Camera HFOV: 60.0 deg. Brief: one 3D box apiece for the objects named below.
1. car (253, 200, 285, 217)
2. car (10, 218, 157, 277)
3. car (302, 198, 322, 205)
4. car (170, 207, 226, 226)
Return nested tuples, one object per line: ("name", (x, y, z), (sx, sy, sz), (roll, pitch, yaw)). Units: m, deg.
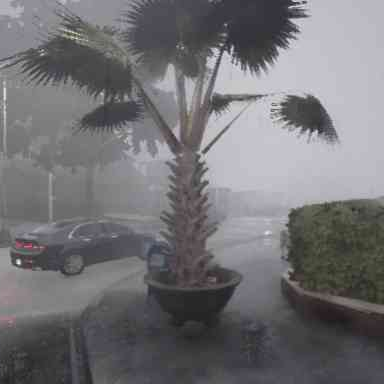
("car", (7.711, 1.621, 33.012), (1.837, 1.490, 4.892), (-1, 0, 35))
("car", (-3.134, 1.586, 10.691), (1.837, 1.490, 4.892), (-1, 0, 35))
("car", (16.497, 1.594, 45.256), (1.882, 1.535, 5.008), (-1, -1, 36))
("car", (0.437, 1.718, 22.789), (1.895, 1.301, 4.718), (-1, 0, 35))
